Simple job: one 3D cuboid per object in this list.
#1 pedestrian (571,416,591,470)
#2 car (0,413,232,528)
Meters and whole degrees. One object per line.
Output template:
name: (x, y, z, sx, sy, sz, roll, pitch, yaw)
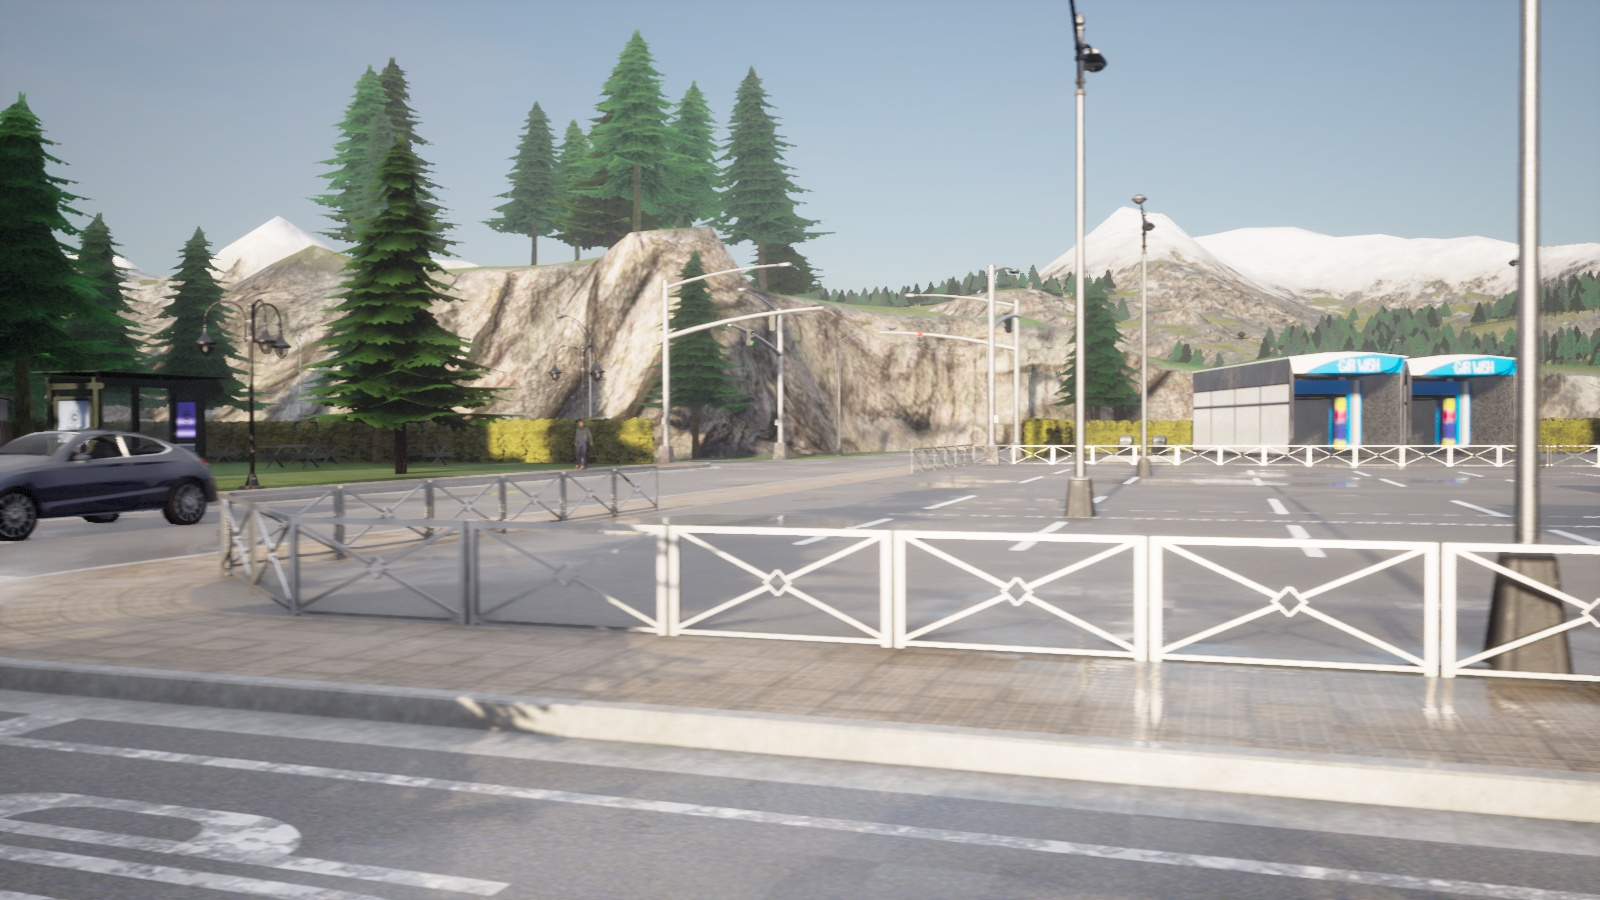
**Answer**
pedestrian: (-7.913, -0.259, 45.377, 0.423, 1.949, 0.788, 0, 1, 16)
car: (-11.899, 0.251, 20.247, 2.152, 1.651, 5.027, 1, 1, 18)
